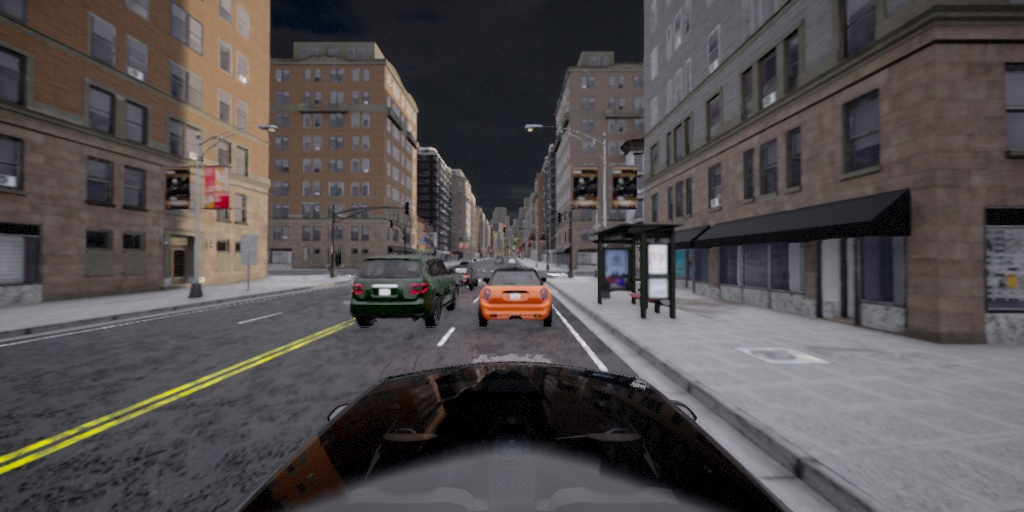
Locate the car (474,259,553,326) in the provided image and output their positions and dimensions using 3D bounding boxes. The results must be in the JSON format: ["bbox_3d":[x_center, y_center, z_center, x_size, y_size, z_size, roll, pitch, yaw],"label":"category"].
[{"bbox_3d":[0.097,1.111,11.868,2.097,1.767,4.553,0,0,0],"label":"car"}]

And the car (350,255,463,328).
[{"bbox_3d":[-3.154,0.980,11.577,2.150,2.045,5.566,0,0,0],"label":"car"}]

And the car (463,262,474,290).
[{"bbox_3d":[-3.157,1.291,22.266,1.812,1.442,4.674,0,0,0],"label":"car"}]
